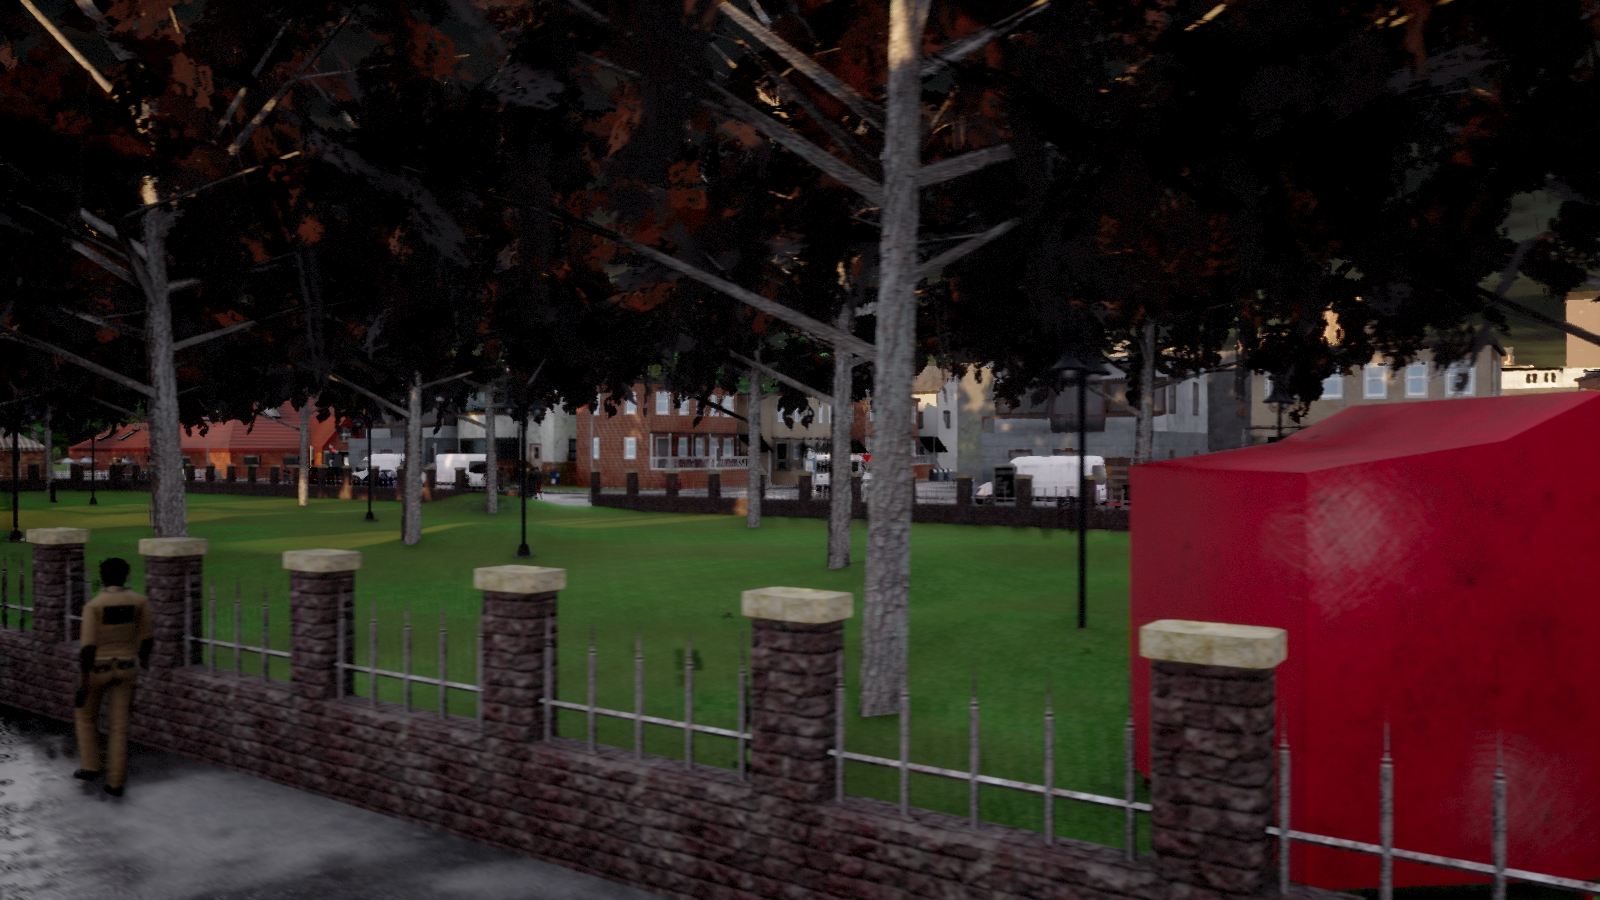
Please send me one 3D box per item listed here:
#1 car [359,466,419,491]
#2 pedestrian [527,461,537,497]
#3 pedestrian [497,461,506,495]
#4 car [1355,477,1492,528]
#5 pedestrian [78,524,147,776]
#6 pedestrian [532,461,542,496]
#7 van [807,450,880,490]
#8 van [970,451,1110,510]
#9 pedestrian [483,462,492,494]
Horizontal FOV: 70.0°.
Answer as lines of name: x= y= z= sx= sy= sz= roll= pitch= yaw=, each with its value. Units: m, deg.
car: x=-26.148 y=1.816 z=72.673 sx=3.633 sy=1.501 sz=1.845 roll=0 pitch=0 yaw=36
pedestrian: x=-14.132 y=1.523 z=60.158 sx=0.375 sy=1.860 sz=0.375 roll=0 pitch=0 yaw=-43
pedestrian: x=-16.529 y=1.523 z=63.229 sx=0.375 sy=1.860 sz=0.375 roll=0 pitch=0 yaw=-29
car: x=21.613 y=1.778 z=39.633 sx=3.988 sy=1.617 sz=1.851 roll=0 pitch=0 yaw=35
pedestrian: x=-5.341 y=1.525 z=8.875 sx=0.375 sy=1.860 sz=0.375 roll=0 pitch=0 yaw=44
pedestrian: x=-14.027 y=1.523 z=60.996 sx=0.375 sy=1.860 sz=0.375 roll=0 pitch=0 yaw=-39
van: x=3.004 y=1.312 z=77.199 sx=1.988 sy=2.561 sz=5.915 roll=0 pitch=0 yaw=36
van: x=10.827 y=1.313 z=51.894 sx=5.915 sy=2.561 sz=1.988 roll=0 pitch=0 yaw=35
pedestrian: x=-18.278 y=1.627 z=66.753 sx=0.375 sy=1.860 sz=0.375 roll=0 pitch=0 yaw=39
